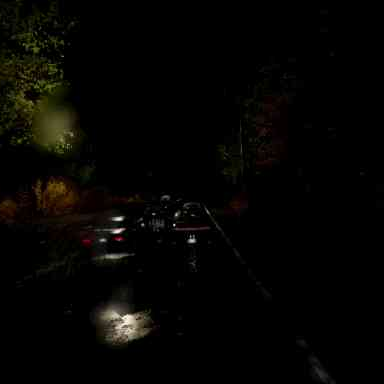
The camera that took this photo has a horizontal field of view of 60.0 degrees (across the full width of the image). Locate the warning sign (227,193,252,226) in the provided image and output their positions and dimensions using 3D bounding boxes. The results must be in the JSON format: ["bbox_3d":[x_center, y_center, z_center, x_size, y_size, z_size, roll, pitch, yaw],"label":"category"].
[{"bbox_3d":[2.858,1.053,19.966,1.300,1.860,1.060,-2,1,0],"label":"warning sign"}]

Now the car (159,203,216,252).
[{"bbox_3d":[0.001,1.516,14.604,2.128,1.511,4.902,-2,1,0],"label":"car"}]

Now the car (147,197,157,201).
[{"bbox_3d":[-9.163,1.842,76.652,2.128,1.511,4.902,-3,0,1],"label":"car"}]

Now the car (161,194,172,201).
[{"bbox_3d":[-5.933,1.403,76.589,2.150,2.045,5.566,-3,0,1],"label":"car"}]

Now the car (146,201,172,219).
[{"bbox_3d":[-3.175,1.795,29.626,1.994,1.385,4.181,-3,0,0],"label":"car"}]

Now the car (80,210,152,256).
[{"bbox_3d":[-3.246,1.810,14.628,2.033,1.411,5.357,-3,0,0],"label":"car"}]

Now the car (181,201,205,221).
[{"bbox_3d":[0.074,1.611,29.624,1.895,1.301,4.718,-2,2,0],"label":"car"}]
